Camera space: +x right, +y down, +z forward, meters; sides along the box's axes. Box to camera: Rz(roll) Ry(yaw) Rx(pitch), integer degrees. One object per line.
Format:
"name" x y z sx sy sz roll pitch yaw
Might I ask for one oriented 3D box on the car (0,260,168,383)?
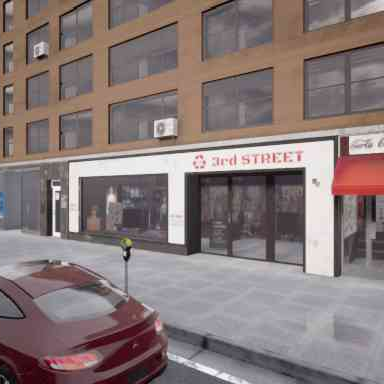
"car" -2.202 1.582 4.386 4.206 1.307 1.802 0 0 36
